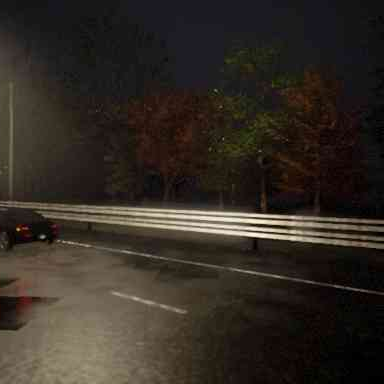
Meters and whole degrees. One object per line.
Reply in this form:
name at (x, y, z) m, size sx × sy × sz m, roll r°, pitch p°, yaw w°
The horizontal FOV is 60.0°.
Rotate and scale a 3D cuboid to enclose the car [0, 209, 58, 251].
car at (-7.342, 1.431, 13.616) m, size 4.674 × 1.442 × 1.812 m, roll 1°, pitch 0°, yaw 37°
